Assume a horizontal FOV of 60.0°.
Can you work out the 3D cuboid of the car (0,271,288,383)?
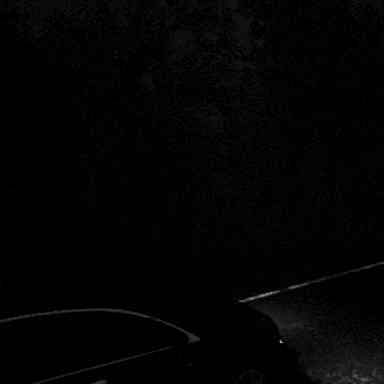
[{"bbox_3d":[-1.219,1.499,2.876,4.892,1.490,1.837,0,0,-35],"label":"car"}]
